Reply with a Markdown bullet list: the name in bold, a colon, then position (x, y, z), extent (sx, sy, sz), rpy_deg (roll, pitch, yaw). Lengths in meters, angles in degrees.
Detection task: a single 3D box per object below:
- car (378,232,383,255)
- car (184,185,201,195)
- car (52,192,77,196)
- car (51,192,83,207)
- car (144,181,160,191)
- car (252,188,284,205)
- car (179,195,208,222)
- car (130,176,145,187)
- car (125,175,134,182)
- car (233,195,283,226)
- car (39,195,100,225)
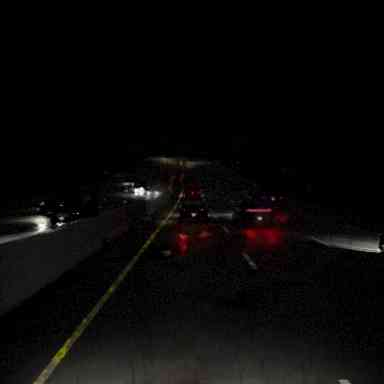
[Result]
- **car**: position (7.099, 1.406, 9.194), extent (1.994, 1.385, 4.181), rpy_deg (0, 1, 0)
- **car**: position (0.100, -0.002, 47.417), extent (2.150, 2.045, 5.566), rpy_deg (0, 4, 0)
- **car**: position (-10.583, 0.890, 27.070), extent (2.097, 1.767, 4.553), rpy_deg (0, 1, 0)
- **car**: position (-14.076, 0.833, 37.697), extent (1.812, 1.442, 4.674), rpy_deg (0, 2, 0)
- **car**: position (-7.029, -1.091, 61.020), extent (1.837, 1.490, 4.892), rpy_deg (0, 7, 1)
- **car**: position (7.100, 0.677, 31.798), extent (2.150, 2.045, 5.566), rpy_deg (0, 1, 0)
- **car**: position (0.100, 1.147, 22.226), extent (1.812, 1.442, 4.674), rpy_deg (0, 1, 0)
- **car**: position (-10.497, -1.842, 66.959), extent (2.128, 1.511, 4.902), rpy_deg (0, 8, 0)
- **car**: position (-13.947, -3.102, 75.846), extent (1.812, 1.442, 4.674), rpy_deg (0, 8, 0)
- **car**: position (3.600, 1.149, 20.054), extent (2.128, 1.511, 4.902), rpy_deg (0, 1, 0)
- **car**: position (-7.089, 1.142, 20.540), extent (2.128, 1.511, 4.902), rpy_deg (0, 1, 0)
